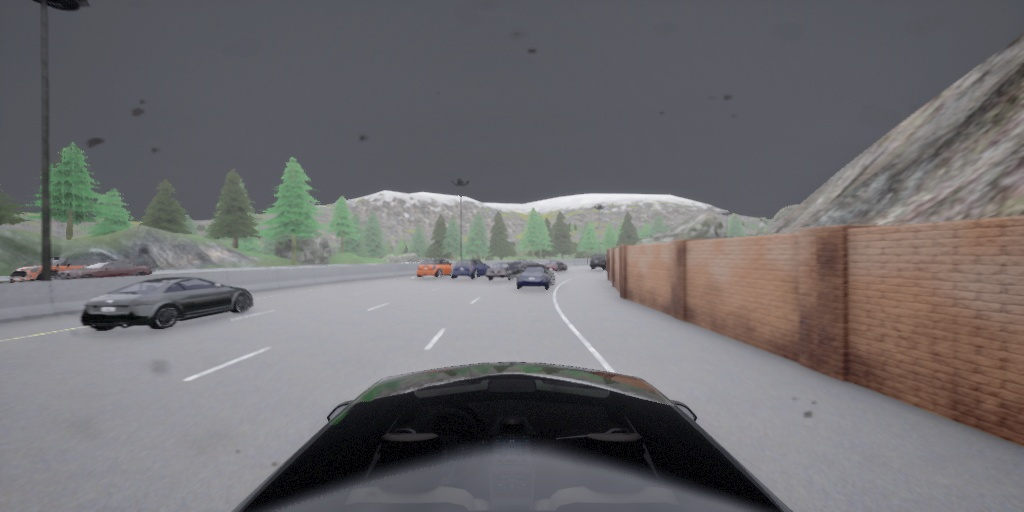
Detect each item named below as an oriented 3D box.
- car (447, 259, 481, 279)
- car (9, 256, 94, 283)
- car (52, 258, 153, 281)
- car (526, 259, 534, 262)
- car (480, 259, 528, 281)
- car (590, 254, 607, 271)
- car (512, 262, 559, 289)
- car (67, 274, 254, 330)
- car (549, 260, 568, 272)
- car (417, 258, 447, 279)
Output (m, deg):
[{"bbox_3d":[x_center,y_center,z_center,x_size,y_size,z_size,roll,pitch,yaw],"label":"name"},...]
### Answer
[{"bbox_3d":[-3.412,1.044,31.311,2.097,1.767,4.553,0,0,19],"label":"car"},{"bbox_3d":[-30.538,0.878,24.573,2.097,1.767,4.553,0,0,9],"label":"car"},{"bbox_3d":[-27.083,1.092,24.006,1.812,1.442,4.674,0,0,9],"label":"car"},{"bbox_3d":[1.664,1.124,42.873,2.128,1.511,4.902,0,0,30],"label":"car"},{"bbox_3d":[-0.530,1.227,29.191,2.033,1.411,5.357,0,0,16],"label":"car"},{"bbox_3d":[12.008,0.785,45.993,2.150,2.045,5.566,-1,0,38],"label":"car"},{"bbox_3d":[1.572,1.250,22.399,1.994,1.385,4.181,0,0,12],"label":"car"},{"bbox_3d":[-10.425,1.350,11.308,1.994,1.385,4.181,0,0,1],"label":"car"},{"bbox_3d":[4.985,1.181,41.594,1.994,1.385,4.181,0,0,30],"label":"car"},{"bbox_3d":[-6.621,1.059,32.696,2.097,1.767,4.553,0,0,21],"label":"car"}]
